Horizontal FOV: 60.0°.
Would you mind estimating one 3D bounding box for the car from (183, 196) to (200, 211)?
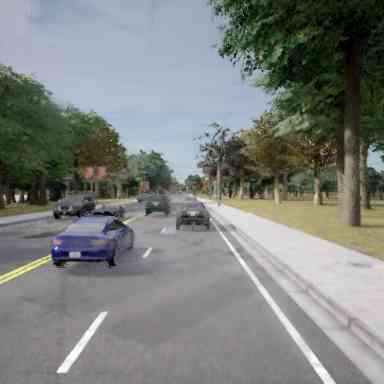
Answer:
[{"bbox_3d":[-0.088,1.409,42.618,2.097,1.767,4.553,0,0,0],"label":"car"}]

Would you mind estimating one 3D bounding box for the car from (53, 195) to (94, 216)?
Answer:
[{"bbox_3d":[-9.935,1.245,28.619,2.150,2.045,5.566,0,0,0],"label":"car"}]

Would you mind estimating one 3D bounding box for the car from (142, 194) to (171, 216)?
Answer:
[{"bbox_3d":[-3.271,1.253,32.640,2.150,2.045,5.566,0,0,-1],"label":"car"}]

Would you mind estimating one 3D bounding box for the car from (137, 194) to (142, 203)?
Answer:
[{"bbox_3d":[-10.243,1.360,70.912,2.150,2.045,5.566,0,0,-1],"label":"car"}]

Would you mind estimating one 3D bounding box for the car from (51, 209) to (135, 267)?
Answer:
[{"bbox_3d":[-3.166,1.529,11.290,1.812,1.442,4.674,0,0,0],"label":"car"}]

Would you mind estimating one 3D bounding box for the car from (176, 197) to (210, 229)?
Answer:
[{"bbox_3d":[0.047,1.363,21.741,2.097,1.767,4.553,0,0,0],"label":"car"}]

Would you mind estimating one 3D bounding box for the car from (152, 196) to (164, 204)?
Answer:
[{"bbox_3d":[-6.964,1.657,68.771,2.128,1.511,4.902,0,0,-1],"label":"car"}]

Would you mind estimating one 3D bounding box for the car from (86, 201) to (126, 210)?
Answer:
[{"bbox_3d":[-6.676,1.621,26.938,1.895,1.301,4.718,0,0,0],"label":"car"}]
